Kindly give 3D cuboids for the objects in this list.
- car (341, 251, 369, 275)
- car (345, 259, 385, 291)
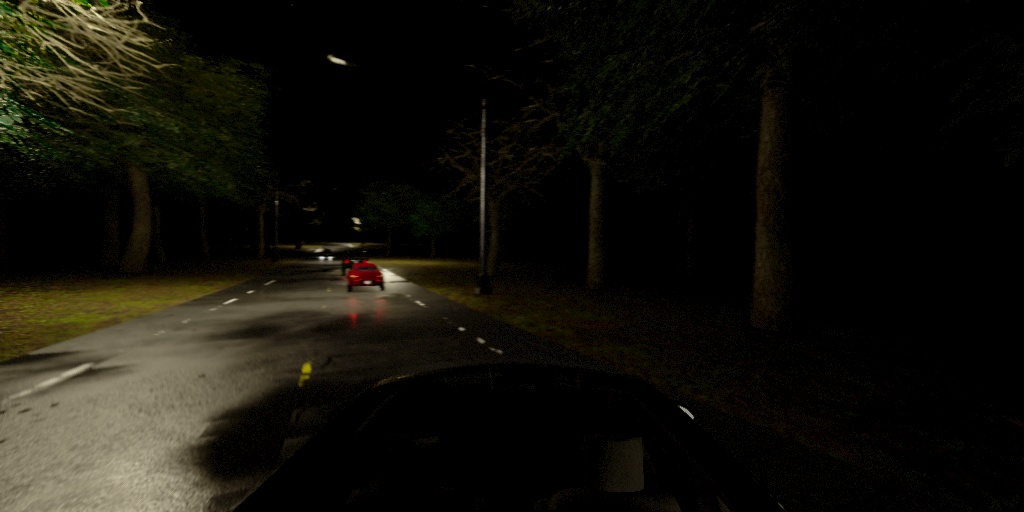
[{"bbox_3d":[-14.190,0.545,32.521,2.150,2.045,5.566,1,2,-25],"label":"car"},{"bbox_3d":[-8.345,1.123,20.400,1.812,1.442,4.674,0,1,-25],"label":"car"}]
